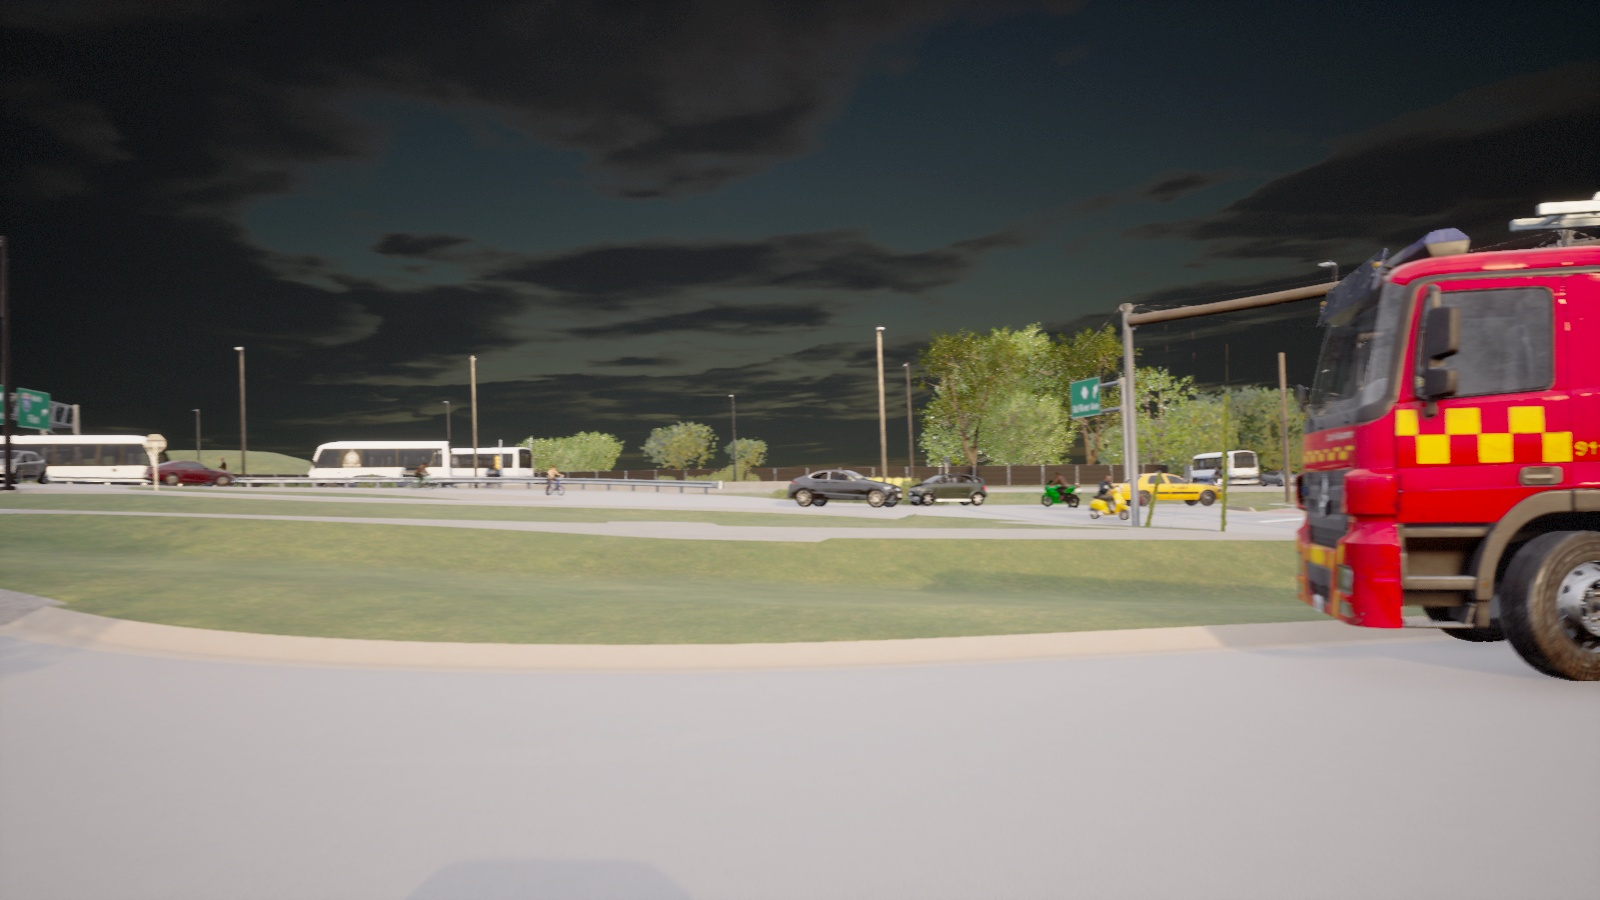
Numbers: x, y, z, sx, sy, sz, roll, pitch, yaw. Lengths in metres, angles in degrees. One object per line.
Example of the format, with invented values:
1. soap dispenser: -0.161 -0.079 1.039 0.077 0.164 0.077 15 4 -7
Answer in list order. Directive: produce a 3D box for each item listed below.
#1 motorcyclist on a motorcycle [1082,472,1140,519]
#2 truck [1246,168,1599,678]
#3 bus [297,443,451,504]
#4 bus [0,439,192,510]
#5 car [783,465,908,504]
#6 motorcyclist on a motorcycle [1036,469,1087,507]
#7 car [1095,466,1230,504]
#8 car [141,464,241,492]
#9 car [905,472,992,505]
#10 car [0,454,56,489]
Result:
1. motorcyclist on a motorcycle: 10.787 1.559 43.610 0.866 1.590 1.817 -1 0 -35
2. truck: 8.397 -0.238 10.368 8.468 3.827 2.891 -2 -2 12
3. bus: -31.291 1.757 92.684 10.273 4.253 3.944 -1 -2 -10
4. bus: -44.634 1.575 79.630 10.273 4.253 3.944 -1 -2 -10
5. car: 2.009 1.510 54.965 5.027 1.651 2.152 -1 -2 22
6. motorcyclist on a motorcycle: 10.957 1.581 52.651 0.797 1.523 2.044 0 0 -40
7. car: 15.860 1.531 55.012 5.366 1.575 1.801 -1 -2 -8
8. car: -34.294 1.609 70.802 1.812 1.442 4.674 -2 -3 42
9. car: 7.044 1.841 59.824 3.705 1.549 1.789 0 -2 -16
10. car: -38.744 1.069 61.597 2.242 1.667 4.611 1 -2 -8
